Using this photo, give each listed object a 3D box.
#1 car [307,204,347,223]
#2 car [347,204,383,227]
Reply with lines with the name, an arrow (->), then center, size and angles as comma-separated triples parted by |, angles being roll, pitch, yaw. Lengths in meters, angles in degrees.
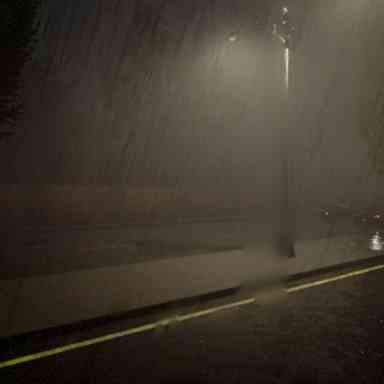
car -> 10.977, 1.604, 25.608 | 4.718, 1.301, 1.895 | 0, 0, -35
car -> 12.940, 1.539, 22.710 | 4.674, 1.442, 1.812 | 0, 0, -35
